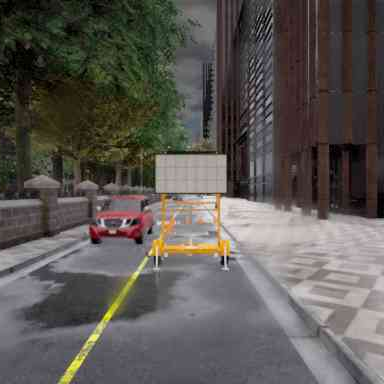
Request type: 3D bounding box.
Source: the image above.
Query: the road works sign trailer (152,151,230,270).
[{"bbox_3d":[-0.029,0.464,11.017,2.380,3.560,2.880,0,0,0],"label":"road works sign trailer"}]

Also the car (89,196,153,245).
[{"bbox_3d":[-3.143,1.219,15.895,2.150,2.045,5.566,0,0,0],"label":"car"}]

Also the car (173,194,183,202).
[{"bbox_3d":[-3.200,1.312,74.345,2.097,1.767,4.553,0,0,0],"label":"car"}]
